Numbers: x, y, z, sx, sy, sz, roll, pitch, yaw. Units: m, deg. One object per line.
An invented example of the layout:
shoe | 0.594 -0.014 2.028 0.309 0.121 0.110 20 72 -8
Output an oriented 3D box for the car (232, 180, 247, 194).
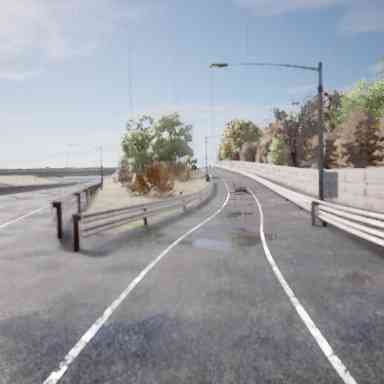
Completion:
car | 7.243 -0.511 49.964 1.837 1.490 4.892 -1 5 6

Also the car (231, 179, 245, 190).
car | 8.220 -1.379 59.962 2.033 1.411 5.357 -1 6 4
